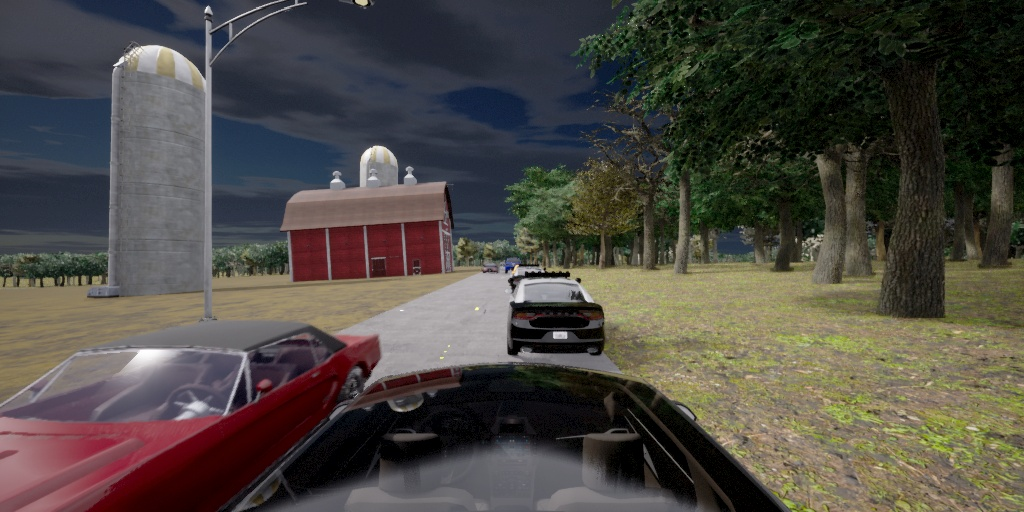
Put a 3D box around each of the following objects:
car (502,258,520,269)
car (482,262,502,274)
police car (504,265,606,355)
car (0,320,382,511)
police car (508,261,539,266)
[{"bbox_3d":[0.200,1.261,47.317,2.150,2.045,5.566,0,0,0],"label":"car"},{"bbox_3d":[-2.693,1.587,45.401,1.994,1.385,4.181,0,0,0],"label":"car"},{"bbox_3d":[0.850,1.187,8.837,1.930,1.638,5.238,0,0,0],"label":"police car"},{"bbox_3d":[-2.846,1.351,3.048,1.895,1.301,4.718,0,0,0],"label":"car"},{"bbox_3d":[0.885,1.230,18.840,1.930,1.638,5.238,0,0,0],"label":"police car"}]
